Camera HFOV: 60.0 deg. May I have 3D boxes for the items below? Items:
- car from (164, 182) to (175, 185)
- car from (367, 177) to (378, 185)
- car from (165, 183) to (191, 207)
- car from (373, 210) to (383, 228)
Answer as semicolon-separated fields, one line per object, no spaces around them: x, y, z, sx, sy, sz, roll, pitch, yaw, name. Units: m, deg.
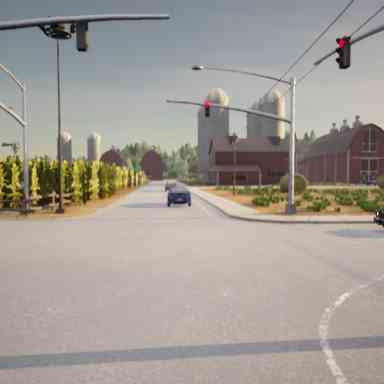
-3.367;-0.871;52.915;2.128;1.511;4.902;0;3;-5;car
42.331;-2.420;77.625;1.905;1.878;3.866;10;10;41;car
-1.126;0.315;27.686;1.882;1.535;5.008;0;3;-5;car
10.260;1.059;13.881;4.718;1.301;1.895;0;3;-2;car
